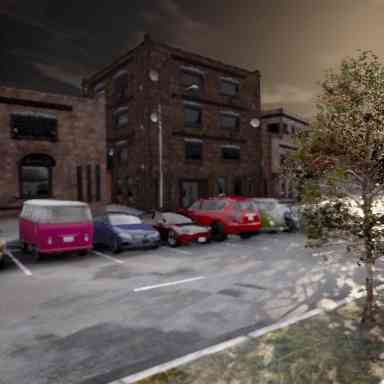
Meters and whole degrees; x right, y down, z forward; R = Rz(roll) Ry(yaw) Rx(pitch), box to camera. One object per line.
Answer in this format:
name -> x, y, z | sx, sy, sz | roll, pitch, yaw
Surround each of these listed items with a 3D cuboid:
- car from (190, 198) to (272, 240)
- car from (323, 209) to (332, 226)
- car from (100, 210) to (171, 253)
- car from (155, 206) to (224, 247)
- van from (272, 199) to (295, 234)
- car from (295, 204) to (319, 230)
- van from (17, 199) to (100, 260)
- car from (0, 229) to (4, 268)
car -> 1.081, 1.319, 17.551 | 2.435, 2.045, 5.566 | 0, 0, -38
car -> 7.564, 1.599, 22.663 | 2.231, 1.521, 4.892 | 0, 0, -38
car -> -3.117, 1.581, 14.244 | 2.002, 1.452, 4.674 | 1, 0, -37
car -> -1.027, 1.586, 15.817 | 2.163, 1.488, 4.792 | 0, 0, -37
van -> 3.317, 1.354, 19.149 | 1.878, 1.987, 4.442 | 0, 0, -38
car -> 5.384, 1.464, 20.979 | 2.185, 1.767, 4.553 | 0, 0, -38
van -> -5.354, 1.297, 12.708 | 1.878, 1.987, 4.442 | 0, 0, -37
car -> -7.375, 1.499, 10.840 | 1.946, 1.575, 5.366 | 1, 0, -36
